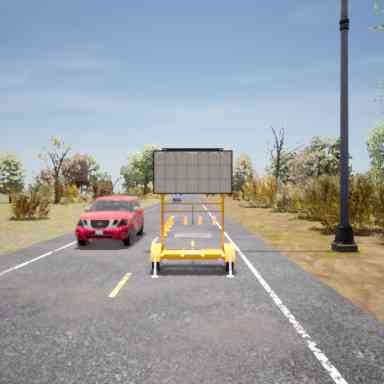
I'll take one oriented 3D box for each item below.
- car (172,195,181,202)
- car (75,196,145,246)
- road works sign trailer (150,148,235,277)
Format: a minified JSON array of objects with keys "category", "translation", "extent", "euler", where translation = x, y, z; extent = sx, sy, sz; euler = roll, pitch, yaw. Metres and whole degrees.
[{"category":"car","translation":[-3.340,1.403,72.521],"extent":[1.882,1.535,5.008],"euler":[0,0,0]},{"category":"car","translation":[-3.565,1.219,15.530],"extent":[2.150,2.045,5.566],"euler":[0,0,0]},{"category":"road works sign trailer","translation":[0.023,0.464,10.174],"extent":[2.380,3.560,2.880],"euler":[0,0,0]}]
